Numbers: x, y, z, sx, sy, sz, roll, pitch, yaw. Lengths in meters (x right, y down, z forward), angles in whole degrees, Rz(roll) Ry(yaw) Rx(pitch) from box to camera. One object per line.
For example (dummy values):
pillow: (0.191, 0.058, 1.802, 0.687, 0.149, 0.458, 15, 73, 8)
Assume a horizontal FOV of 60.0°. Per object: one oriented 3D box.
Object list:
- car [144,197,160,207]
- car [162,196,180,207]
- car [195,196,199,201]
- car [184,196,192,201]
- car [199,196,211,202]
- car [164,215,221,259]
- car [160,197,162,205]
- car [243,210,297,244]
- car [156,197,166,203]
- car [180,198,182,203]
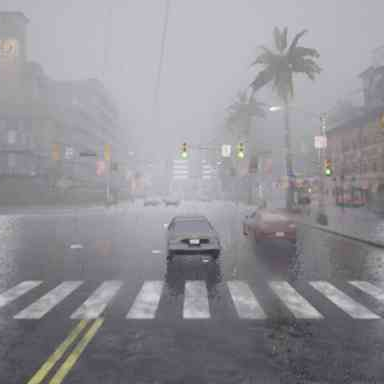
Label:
car: (-6.978, 1.701, 56.434, 1.812, 1.442, 4.674, 0, 0, 0)
car: (-3.478, 1.654, 56.941, 1.882, 1.535, 5.008, 0, 0, 0)
car: (2.260, 1.813, 93.234, 1.812, 1.442, 4.674, 0, 0, -12)
car: (-1.336, 1.815, 93.477, 2.128, 1.511, 4.902, 0, 0, -12)
car: (3.504, 1.773, 80.257, 1.812, 1.442, 4.674, 0, 0, -4)
car: (-0.096, 1.587, 12.795, 2.033, 1.411, 5.357, 0, 0, -4)
car: (-6.975, 1.681, 65.554, 1.882, 1.535, 5.008, 0, 0, 0)
car: (3.607, 1.575, 15.925, 1.812, 1.442, 4.674, 0, 0, 0)
car: (-6.973, 1.830, 75.854, 1.895, 1.301, 4.718, 0, 0, 0)
car: (-3.474, 1.731, 66.136, 1.812, 1.442, 4.674, 0, 0, 0)
